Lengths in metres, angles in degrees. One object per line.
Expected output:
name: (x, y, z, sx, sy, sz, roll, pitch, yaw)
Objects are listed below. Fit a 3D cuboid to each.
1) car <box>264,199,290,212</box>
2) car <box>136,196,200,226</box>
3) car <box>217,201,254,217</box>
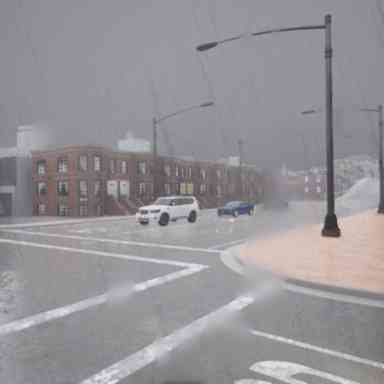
car: (10.569, 1.650, 41.163, 1.812, 1.442, 4.674, -1, -1, 37)
car: (-1.661, 1.352, 24.917, 2.150, 2.045, 5.566, -1, -1, 37)
car: (4.379, 1.605, 32.946, 1.882, 1.535, 5.008, -1, -1, 37)
